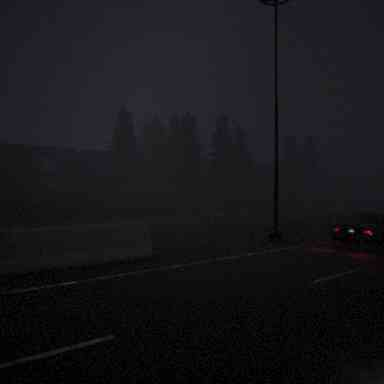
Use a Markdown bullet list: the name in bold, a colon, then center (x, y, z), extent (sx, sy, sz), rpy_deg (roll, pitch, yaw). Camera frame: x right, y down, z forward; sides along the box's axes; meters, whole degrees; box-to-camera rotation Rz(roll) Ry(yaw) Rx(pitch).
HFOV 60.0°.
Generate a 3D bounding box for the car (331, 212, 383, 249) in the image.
- **car**: center (8.134, 1.560, 14.355), extent (5.357, 1.411, 2.033), rpy_deg (0, 0, -38)
